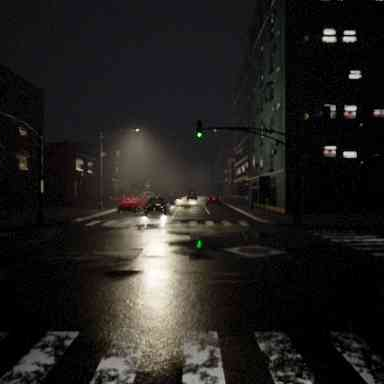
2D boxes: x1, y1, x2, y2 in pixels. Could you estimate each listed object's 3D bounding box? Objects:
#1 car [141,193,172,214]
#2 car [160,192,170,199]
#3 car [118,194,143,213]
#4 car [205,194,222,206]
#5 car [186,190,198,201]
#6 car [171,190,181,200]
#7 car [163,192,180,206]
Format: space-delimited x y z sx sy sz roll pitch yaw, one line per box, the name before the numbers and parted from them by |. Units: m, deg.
car | -3.089 1.142 29.745 1.837 1.490 4.892 0 1 0
car | -5.665 0.722 70.938 1.802 1.307 4.206 1 1 0
car | -5.748 1.166 31.138 1.887 1.381 4.507 1 1 0
car | 2.713 0.922 42.564 1.967 1.590 4.097 1 1 0
car | 0.010 0.833 58.805 2.033 1.411 5.357 0 1 0
car | -2.993 0.715 63.115 1.882 1.535 5.008 0 0 0
car | -3.071 1.024 43.000 2.033 1.411 5.357 0 1 0
